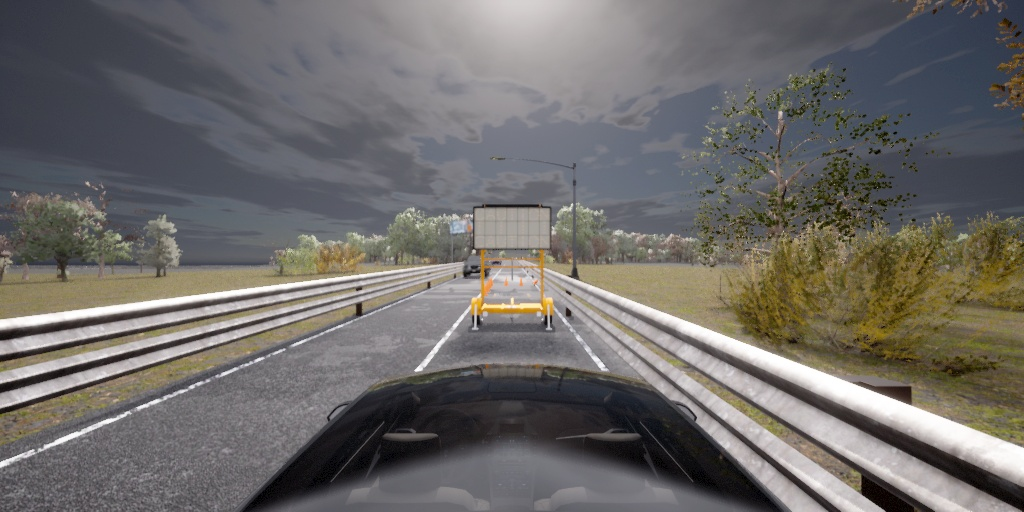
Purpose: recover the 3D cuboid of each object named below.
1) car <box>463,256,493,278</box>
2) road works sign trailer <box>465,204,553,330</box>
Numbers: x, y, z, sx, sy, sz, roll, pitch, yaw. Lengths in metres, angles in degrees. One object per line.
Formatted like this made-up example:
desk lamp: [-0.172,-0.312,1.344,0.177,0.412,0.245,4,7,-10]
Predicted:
car: [-3.352,0.976,34.453,2.150,2.045,5.566,0,0,0]
road works sign trailer: [0.009,0.216,11.109,2.380,3.560,2.880,0,0,0]
